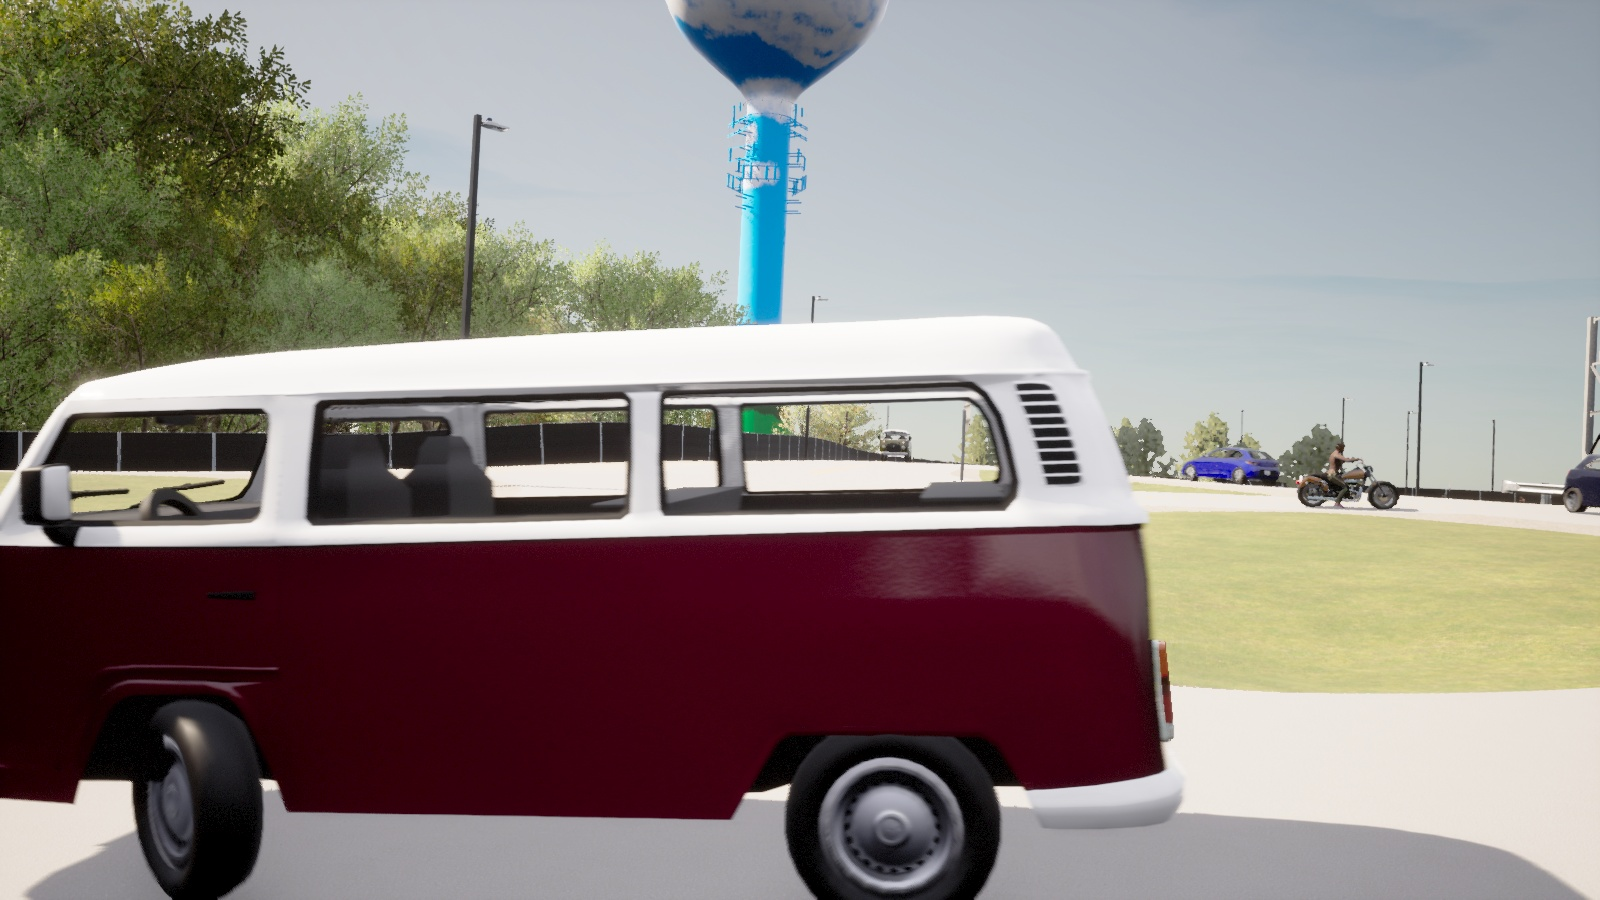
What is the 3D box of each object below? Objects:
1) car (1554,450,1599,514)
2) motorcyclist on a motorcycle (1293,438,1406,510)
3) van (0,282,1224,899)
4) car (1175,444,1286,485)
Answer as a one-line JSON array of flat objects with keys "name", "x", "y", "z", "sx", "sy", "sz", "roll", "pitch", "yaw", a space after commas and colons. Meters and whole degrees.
[{"name": "car", "x": 20.042, "y": 0.811, "z": 29.819, "sx": 1.845, "sy": 1.501, "sz": 3.633, "roll": 2, "pitch": 1, "yaw": -4}, {"name": "motorcyclist on a motorcycle", "x": 13.272, "y": 0.577, "z": 30.399, "sx": 2.350, "sy": 1.649, "sz": 0.766, "roll": 2, "pitch": 1, "yaw": 9}, {"name": "van", "x": -0.840, "y": 0.570, "z": 5.050, "sx": 4.480, "sy": 2.038, "sz": 2.069, "roll": -2, "pitch": 0, "yaw": 8}, {"name": "car", "x": 17.337, "y": 0.563, "z": 50.787, "sx": 1.816, "sy": 1.474, "sz": 4.193, "roll": 3, "pitch": 0, "yaw": -24}]
